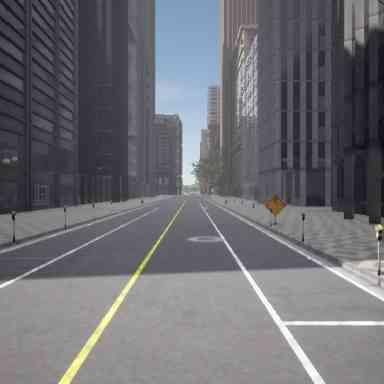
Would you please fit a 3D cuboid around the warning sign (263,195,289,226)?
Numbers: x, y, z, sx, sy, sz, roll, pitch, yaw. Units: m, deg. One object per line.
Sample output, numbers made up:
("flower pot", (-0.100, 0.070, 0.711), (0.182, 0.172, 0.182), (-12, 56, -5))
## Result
("warning sign", (5.067, 1.095, 20.195), (1.300, 1.860, 1.060), (0, 0, 0))
